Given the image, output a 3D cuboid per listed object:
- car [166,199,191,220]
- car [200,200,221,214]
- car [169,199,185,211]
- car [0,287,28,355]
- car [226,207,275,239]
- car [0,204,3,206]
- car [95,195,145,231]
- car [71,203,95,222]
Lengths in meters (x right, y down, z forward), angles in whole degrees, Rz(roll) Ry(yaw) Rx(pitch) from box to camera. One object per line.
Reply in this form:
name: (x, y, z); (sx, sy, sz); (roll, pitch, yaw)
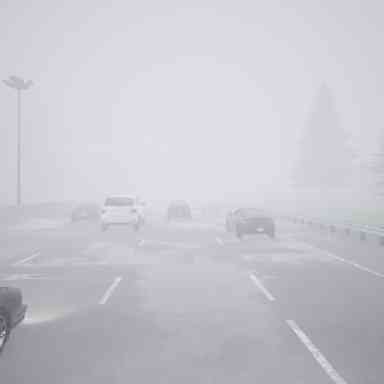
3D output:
car: (-1.126, 1.477, 28.120); (1.882, 1.535, 5.008); (0, 0, -4)
car: (1.967, 1.525, 35.441); (1.812, 1.442, 4.674); (0, 0, -3)
car: (-1.900, 1.563, 41.761); (1.994, 1.385, 4.181); (0, 0, -3)
car: (-3.424, 1.547, 2.723); (2.033, 1.411, 5.357); (0, 0, -2)
car: (2.973, 1.525, 17.371); (1.812, 1.442, 4.674); (0, 0, -3)
car: (-18.953, 1.504, 29.996); (1.837, 1.490, 4.892); (0, 0, -3)
car: (-4.227, 1.222, 20.973); (2.150, 2.045, 5.566); (0, 0, -3)
car: (-8.023, 1.563, 26.114); (1.994, 1.385, 4.181); (0, 0, -3)
